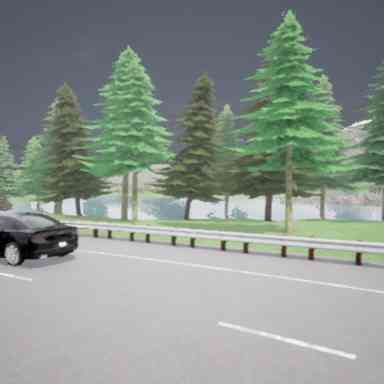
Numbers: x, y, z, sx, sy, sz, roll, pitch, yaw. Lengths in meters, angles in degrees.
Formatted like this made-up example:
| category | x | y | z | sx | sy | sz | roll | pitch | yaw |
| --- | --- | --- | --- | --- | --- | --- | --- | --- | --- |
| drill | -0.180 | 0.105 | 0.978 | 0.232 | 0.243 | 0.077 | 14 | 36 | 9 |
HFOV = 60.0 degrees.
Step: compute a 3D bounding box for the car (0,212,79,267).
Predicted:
| category | x | y | z | sx | sy | sz | roll | pitch | yaw |
| --- | --- | --- | --- | --- | --- | --- | --- | --- | --- |
| car | -6.092 | 1.429 | 11.270 | 5.008 | 1.535 | 1.882 | 0 | 0 | 29 |
